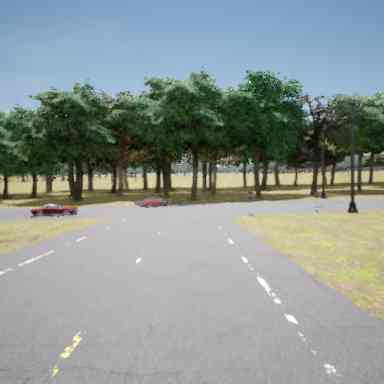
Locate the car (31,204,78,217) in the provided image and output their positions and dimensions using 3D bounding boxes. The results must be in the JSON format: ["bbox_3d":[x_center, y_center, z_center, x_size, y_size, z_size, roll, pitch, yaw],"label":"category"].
[{"bbox_3d":[-15.194,2.003,37.010,4.718,1.301,1.895,-1,3,0],"label":"car"}]

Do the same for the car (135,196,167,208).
[{"bbox_3d":[-5.420,1.276,44.079,4.181,1.385,1.994,-2,2,-1],"label":"car"}]
